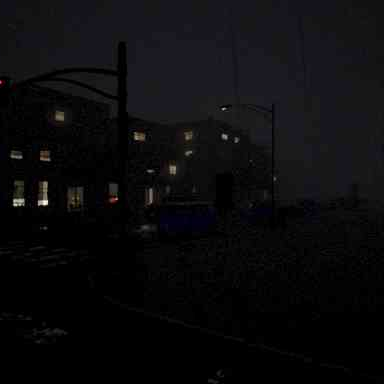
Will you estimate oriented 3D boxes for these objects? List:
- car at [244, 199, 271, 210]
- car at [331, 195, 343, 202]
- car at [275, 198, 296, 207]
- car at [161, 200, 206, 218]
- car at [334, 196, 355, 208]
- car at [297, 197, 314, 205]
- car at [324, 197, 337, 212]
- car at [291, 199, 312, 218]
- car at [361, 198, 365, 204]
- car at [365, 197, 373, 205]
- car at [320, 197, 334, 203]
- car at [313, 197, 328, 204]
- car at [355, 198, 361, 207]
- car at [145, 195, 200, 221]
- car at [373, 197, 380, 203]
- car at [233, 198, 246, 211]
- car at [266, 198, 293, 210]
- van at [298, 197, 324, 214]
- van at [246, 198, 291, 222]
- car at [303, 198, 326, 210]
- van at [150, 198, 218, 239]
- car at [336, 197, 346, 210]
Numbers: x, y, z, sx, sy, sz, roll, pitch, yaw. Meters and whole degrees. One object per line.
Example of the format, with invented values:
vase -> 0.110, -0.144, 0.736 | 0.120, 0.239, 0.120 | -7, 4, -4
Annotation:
car -> 8.901, 1.629, 45.098 | 1.887, 1.381, 4.507 | 0, 0, 35
car -> 37.483, 1.714, 85.750 | 1.967, 1.590, 4.097 | 0, 0, 35
car -> 15.252, 1.666, 54.131 | 1.887, 1.381, 4.507 | 0, 0, 35
car -> -0.725, 1.559, 31.407 | 1.752, 1.417, 4.829 | 0, 0, 35
car -> 22.099, 1.498, 49.297 | 2.192, 1.841, 5.009 | 0, 0, 35
car -> 21.604, 1.706, 63.165 | 1.887, 1.381, 4.507 | 0, 0, 35
car -> 15.844, 1.672, 40.402 | 1.752, 1.417, 4.829 | 0, 0, 35
car -> 9.393, 1.656, 31.228 | 1.887, 1.381, 4.507 | 0, 0, 35
car -> 28.547, 1.749, 58.470 | 1.752, 1.417, 4.829 | 0, 0, 35
car -> 34.801, 1.811, 67.365 | 1.887, 1.381, 4.507 | 0, 0, 35
car -> 31.131, 1.793, 76.716 | 1.947, 1.339, 4.313 | 0, 0, 35
car -> 27.857, 1.729, 72.060 | 1.752, 1.417, 4.829 | 0, 0, 35
car -> 25.275, 1.517, 53.814 | 2.192, 1.841, 5.009 | 0, 0, 35
car -> -1.253, 1.261, 26.145 | 2.150, 2.045, 5.566 | 1, 0, 35
car -> 44.328, 1.901, 80.916 | 1.947, 1.339, 4.313 | 0, 0, 35
car -> 5.726, 1.507, 40.581 | 1.967, 1.590, 4.097 | 0, 0, 35
car -> 11.794, 1.585, 44.622 | 1.882, 1.535, 5.008 | 1, 0, 36
van -> 12.571, 1.469, 35.745 | 1.690, 1.788, 3.998 | 0, 0, 35
van -> 6.219, 1.436, 26.712 | 1.690, 1.788, 3.998 | 0, 0, 35
car -> 17.431, 1.626, 47.158 | 1.882, 1.535, 5.008 | 1, 0, 35
van -> -0.133, 1.407, 17.677 | 1.690, 1.788, 3.998 | 0, 0, 35
car -> 18.921, 1.730, 44.779 | 1.947, 1.339, 4.313 | 0, 0, 35
